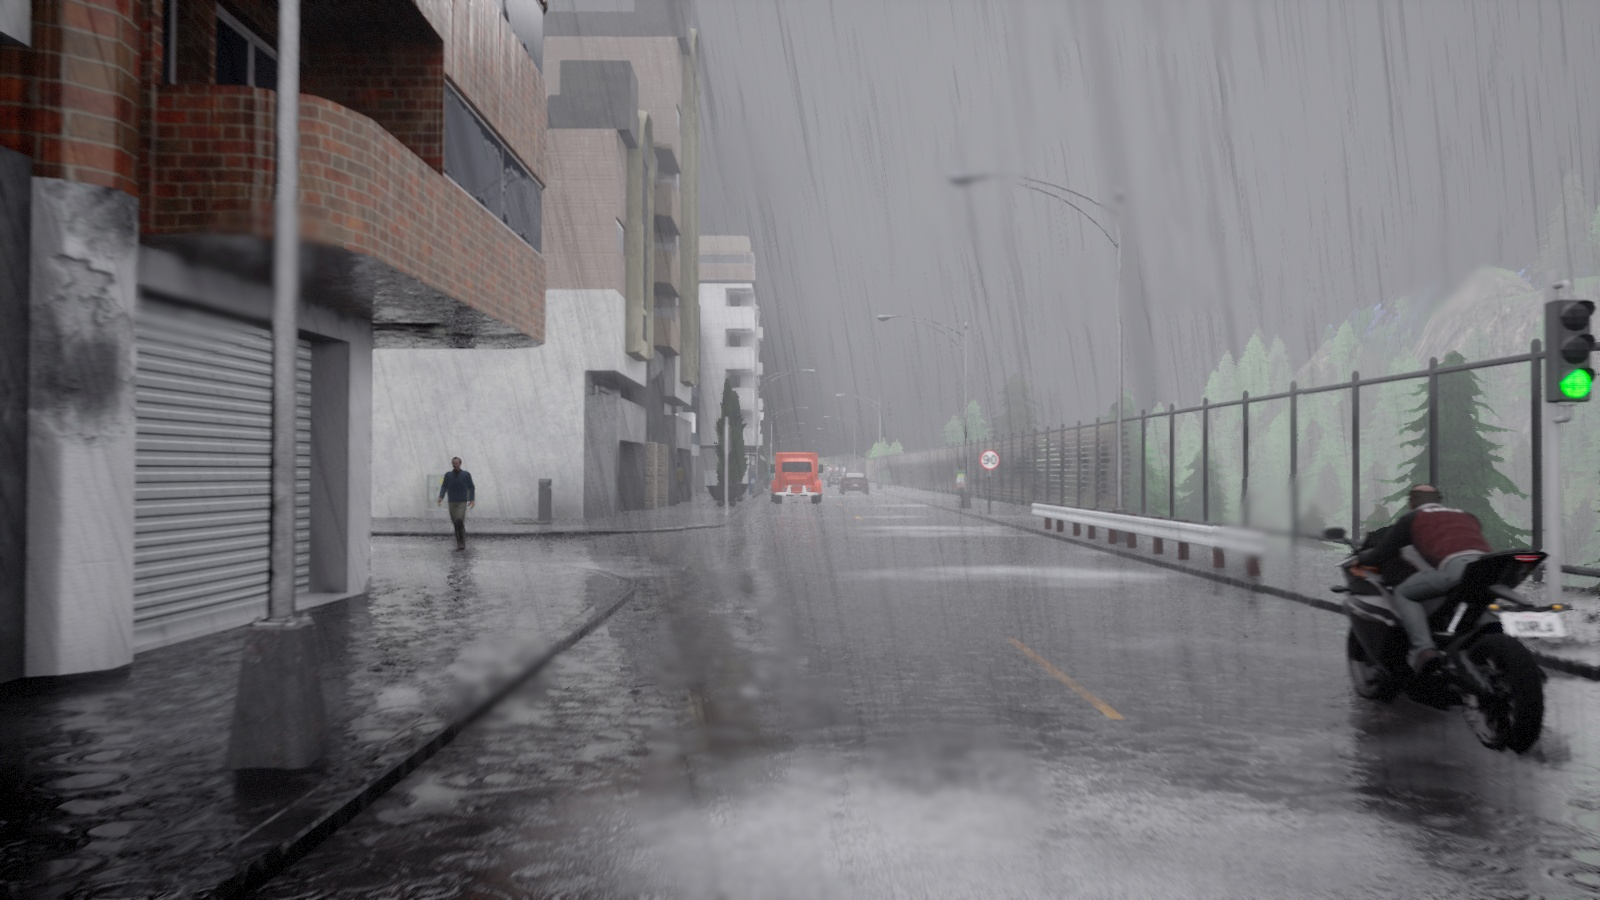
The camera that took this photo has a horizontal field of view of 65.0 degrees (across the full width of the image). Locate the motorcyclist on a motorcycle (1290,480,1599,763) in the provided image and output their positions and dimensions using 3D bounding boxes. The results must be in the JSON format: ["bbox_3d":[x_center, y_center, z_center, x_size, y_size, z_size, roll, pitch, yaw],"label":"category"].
[{"bbox_3d":[3.983,0.967,7.982,0.866,1.530,2.191,0,-1,0],"label":"motorcyclist on a motorcycle"}]

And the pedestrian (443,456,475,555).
[{"bbox_3d":[-6.453,1.039,23.794,0.402,1.842,0.726,0,-1,0],"label":"pedestrian"}]

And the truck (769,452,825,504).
[{"bbox_3d":[-0.156,1.364,61.840,2.627,2.467,5.204,0,-1,0],"label":"truck"}]

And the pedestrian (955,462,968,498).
[{"bbox_3d":[8.940,1.653,69.573,0.659,1.952,0.873,0,-1,3],"label":"pedestrian"}]

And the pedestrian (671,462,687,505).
[{"bbox_3d":[-5.309,1.468,55.104,0.431,1.840,0.709,0,-1,-34],"label":"pedestrian"}]

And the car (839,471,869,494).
[{"bbox_3d":[3.773,2.250,88.004,1.882,1.535,5.008,0,-1,0],"label":"car"}]
